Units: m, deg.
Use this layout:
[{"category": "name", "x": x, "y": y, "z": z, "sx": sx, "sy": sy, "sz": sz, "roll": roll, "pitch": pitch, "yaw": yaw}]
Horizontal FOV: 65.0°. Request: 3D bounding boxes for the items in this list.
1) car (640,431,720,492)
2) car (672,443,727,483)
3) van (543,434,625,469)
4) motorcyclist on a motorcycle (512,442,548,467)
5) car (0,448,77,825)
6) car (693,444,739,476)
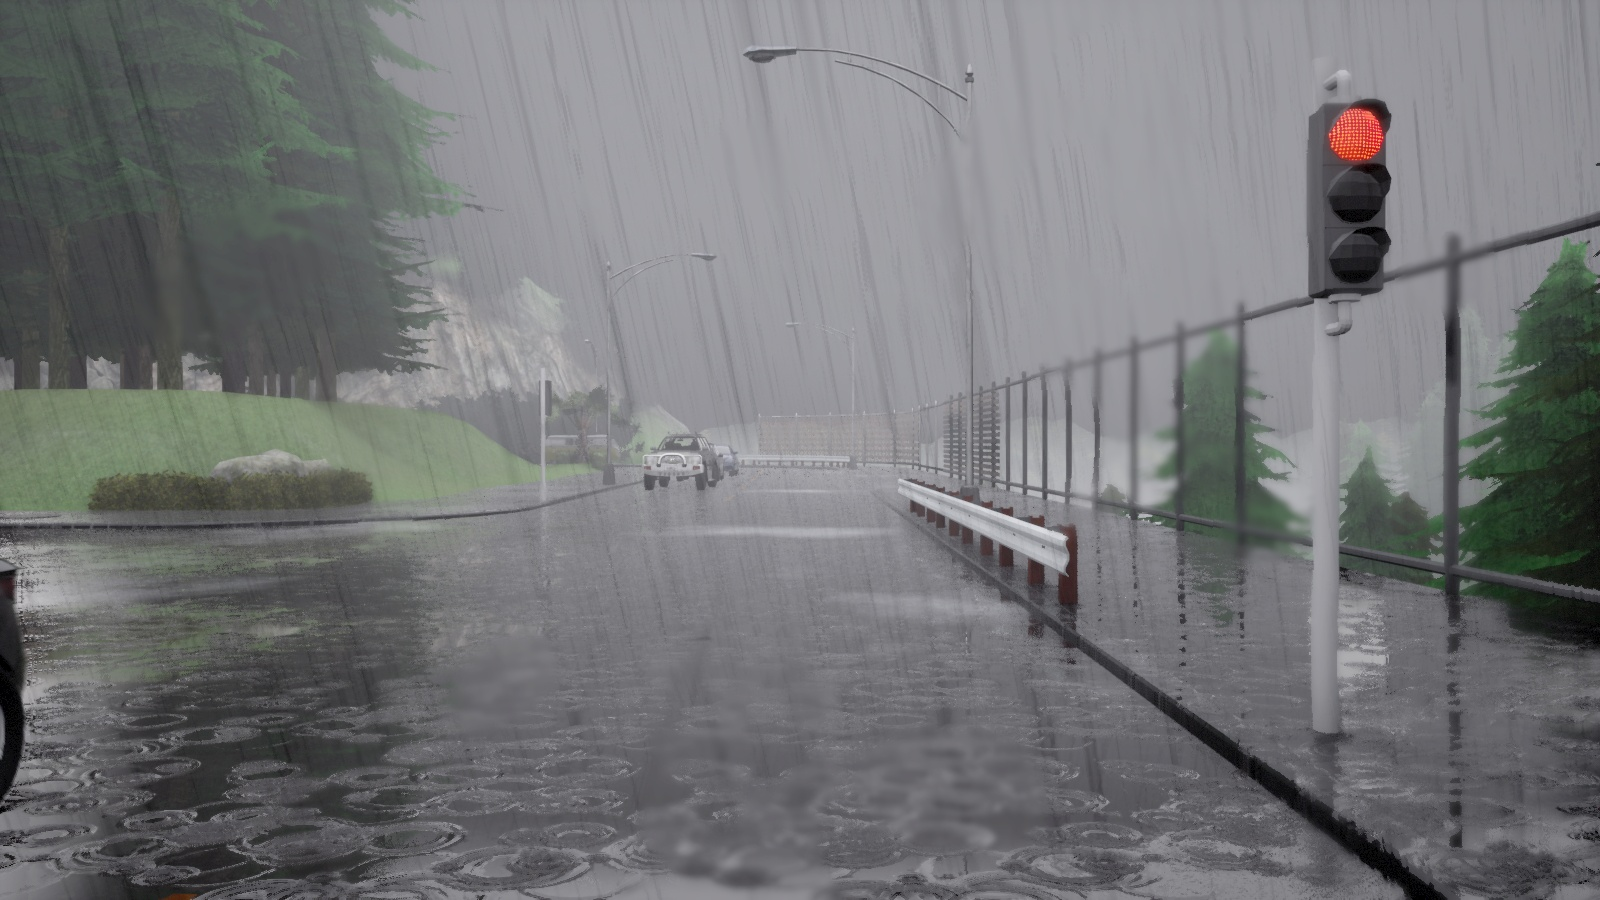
[{"category": "car", "x": -3.834, "y": 0.330, "z": 40.803, "sx": 1.932, "sy": 1.855, "sz": 4.605, "roll": 0, "pitch": 0, "yaw": 3}, {"category": "car", "x": -3.912, "y": 0.478, "z": 49.425, "sx": 1.845, "sy": 1.501, "sz": 3.633, "roll": 0, "pitch": 0, "yaw": 0}, {"category": "van", "x": -12.596, "y": 0.075, "z": 73.440, "sx": 4.442, "sy": 1.987, "sz": 1.775, "roll": 0, "pitch": 0, "yaw": 0}, {"category": "motorcyclist on a motorcycle", "x": -16.674, "y": 0.278, "z": 77.481, "sx": 2.044, "sy": 1.523, "sz": 0.797, "roll": 0, "pitch": 0, "yaw": 0}, {"category": "car", "x": -4.009, "y": 0.738, "z": 3.332, "sx": 1.816, "sy": 1.474, "sz": 4.193, "roll": 0, "pitch": 0, "yaw": -1}, {"category": "car", "x": -3.869, "y": 0.439, "z": 58.519, "sx": 1.812, "sy": 1.442, "sz": 4.674, "roll": 0, "pitch": 0, "yaw": 0}]
